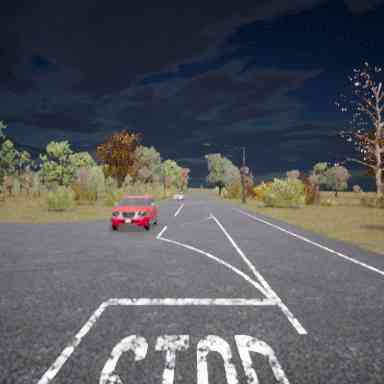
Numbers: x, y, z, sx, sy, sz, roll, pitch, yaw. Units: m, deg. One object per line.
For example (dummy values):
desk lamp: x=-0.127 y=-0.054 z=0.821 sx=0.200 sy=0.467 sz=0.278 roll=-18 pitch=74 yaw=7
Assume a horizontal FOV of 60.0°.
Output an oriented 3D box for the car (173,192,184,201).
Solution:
car: x=-3.132 y=1.065 z=78.037 sx=2.150 sy=2.045 sz=5.566 roll=0 pitch=0 yaw=2

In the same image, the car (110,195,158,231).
car: x=-3.383 y=1.202 z=20.503 sx=2.150 sy=2.045 sz=5.566 roll=0 pitch=0 yaw=0
